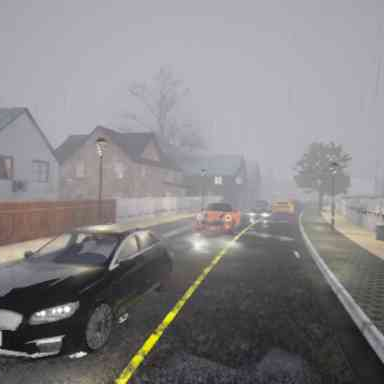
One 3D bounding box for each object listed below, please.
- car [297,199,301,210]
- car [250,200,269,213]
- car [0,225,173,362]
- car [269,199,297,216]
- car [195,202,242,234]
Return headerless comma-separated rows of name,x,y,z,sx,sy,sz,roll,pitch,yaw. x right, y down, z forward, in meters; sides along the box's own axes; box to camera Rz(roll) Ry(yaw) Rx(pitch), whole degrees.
car,14.403,1.710,47.439,2.128,1.511,4.902,2,1,24
car,8.219,1.667,39.608,1.812,1.442,4.674,2,0,21
car,-1.761,1.433,6.248,2.128,1.511,4.902,2,0,14
car,9.936,1.684,36.046,1.882,1.535,5.008,2,0,20
car,1.702,1.383,19.860,2.097,1.767,4.553,2,0,16
